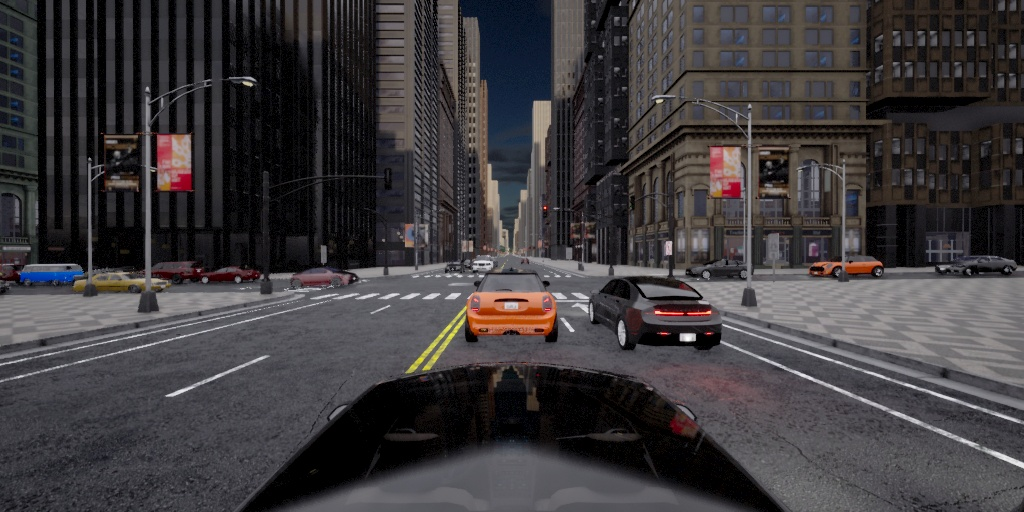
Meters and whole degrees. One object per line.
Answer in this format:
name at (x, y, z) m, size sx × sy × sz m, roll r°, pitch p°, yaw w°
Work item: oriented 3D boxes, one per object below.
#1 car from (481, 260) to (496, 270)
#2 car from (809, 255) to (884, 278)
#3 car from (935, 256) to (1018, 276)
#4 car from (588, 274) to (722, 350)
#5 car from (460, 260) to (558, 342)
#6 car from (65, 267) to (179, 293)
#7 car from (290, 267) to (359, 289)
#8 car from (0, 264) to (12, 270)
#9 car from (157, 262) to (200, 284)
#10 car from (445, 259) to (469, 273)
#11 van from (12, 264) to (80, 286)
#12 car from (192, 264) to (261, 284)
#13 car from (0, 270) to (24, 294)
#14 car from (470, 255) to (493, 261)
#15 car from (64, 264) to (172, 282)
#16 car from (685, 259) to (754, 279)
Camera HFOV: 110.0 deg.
car at (-3.451, 1.290, 53.264) m, size 1.994 × 1.385 × 4.181 m, roll 0°, pitch 0°, yaw 1°
car at (25.956, 0.722, 27.978) m, size 4.553 × 1.767 × 2.097 m, roll -1°, pitch 0°, yaw 0°
car at (36.092, 0.726, 27.979) m, size 4.902 × 1.511 × 2.128 m, roll -1°, pitch 0°, yaw 0°
car at (3.236, 1.255, 9.036) m, size 1.837 × 1.490 × 4.892 m, roll 0°, pitch 0°, yaw 0°
car at (-0.006, 1.102, 9.897) m, size 2.097 × 1.767 × 4.553 m, roll 0°, pitch 0°, yaw 0°
car at (-23.878, 1.595, 22.084) m, size 4.829 × 1.417 × 1.751 m, roll 0°, pitch 0°, yaw 0°
car at (-12.901, 1.430, 24.741) m, size 4.181 × 1.385 × 1.994 m, roll -2°, pitch 1°, yaw 0°
car at (-44.386, 1.624, 30.634) m, size 5.009 × 1.841 × 2.192 m, roll 0°, pitch 0°, yaw 0°
car at (-29.125, 1.418, 30.617) m, size 5.009 × 1.841 × 2.192 m, roll 0°, pitch 0°, yaw 0°
car at (-6.692, 1.299, 42.450) m, size 1.994 × 1.385 × 4.181 m, roll 0°, pitch 0°, yaw 0°
van at (-39.299, 1.582, 30.628) m, size 3.998 × 1.789 × 1.690 m, roll 0°, pitch 0°, yaw 0°
car at (-24.037, 1.579, 30.611) m, size 4.507 × 1.381 × 1.888 m, roll 0°, pitch 0°, yaw 0°
car at (-33.819, 1.753, 22.083) m, size 4.403 × 1.370 × 2.007 m, roll 0°, pitch 0°, yaw 0°
car at (-3.444, 0.956, 43.292) m, size 2.150 × 2.045 × 5.566 m, roll 0°, pitch 0°, yaw 0°
car at (-27.089, 1.577, 24.745) m, size 5.008 × 1.535 × 1.882 m, roll -1°, pitch 0°, yaw 0°
car at (16.129, 1.006, 27.976) m, size 4.892 × 1.490 × 1.837 m, roll -1°, pitch 0°, yaw 0°
